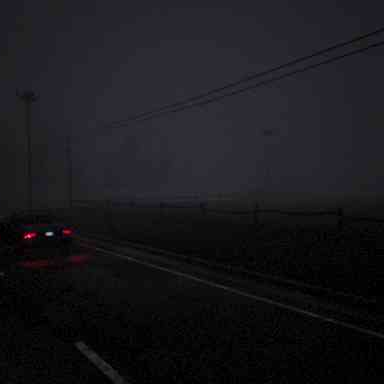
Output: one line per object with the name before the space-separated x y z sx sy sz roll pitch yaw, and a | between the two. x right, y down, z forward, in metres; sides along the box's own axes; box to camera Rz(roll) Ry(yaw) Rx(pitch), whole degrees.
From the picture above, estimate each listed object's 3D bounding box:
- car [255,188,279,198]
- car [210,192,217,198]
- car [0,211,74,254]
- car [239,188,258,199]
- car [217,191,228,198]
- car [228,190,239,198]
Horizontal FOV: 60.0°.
car | 15.400 0.551 66.220 4.892 1.490 1.837 -2 1 -39
car | 6.286 0.601 76.841 4.674 1.442 1.812 -1 1 -39
car | -6.515 1.498 13.377 2.033 1.411 5.357 -1 1 -40
car | 12.902 0.287 68.688 5.566 2.045 2.150 -1 1 -39
car | 8.521 0.426 74.148 4.553 1.767 2.097 -1 1 -39
car | 10.715 0.591 71.421 4.902 1.511 2.128 -1 1 -39
